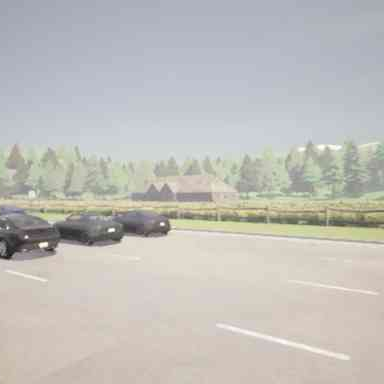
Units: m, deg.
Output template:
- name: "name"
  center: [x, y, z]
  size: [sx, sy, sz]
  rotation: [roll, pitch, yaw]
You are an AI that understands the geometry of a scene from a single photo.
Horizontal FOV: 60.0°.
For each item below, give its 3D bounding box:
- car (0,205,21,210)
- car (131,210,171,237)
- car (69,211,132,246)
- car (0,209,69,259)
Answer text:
- name: "car"
  center: [-15.767, 1.852, 28.037]
  size: [4.674, 1.442, 1.812]
  rotation: [-1, 0, 36]
- name: "car"
  center: [-3.218, 1.718, 19.083]
  size: [4.181, 1.385, 1.994]
  rotation: [-1, 0, 36]
- name: "car"
  center: [-5.262, 1.718, 16.238]
  size: [4.181, 1.385, 1.994]
  rotation: [-1, 0, 36]
- name: "car"
  center: [-7.301, 1.660, 13.397]
  size: [4.892, 1.490, 1.837]
  rotation: [0, 0, 36]
